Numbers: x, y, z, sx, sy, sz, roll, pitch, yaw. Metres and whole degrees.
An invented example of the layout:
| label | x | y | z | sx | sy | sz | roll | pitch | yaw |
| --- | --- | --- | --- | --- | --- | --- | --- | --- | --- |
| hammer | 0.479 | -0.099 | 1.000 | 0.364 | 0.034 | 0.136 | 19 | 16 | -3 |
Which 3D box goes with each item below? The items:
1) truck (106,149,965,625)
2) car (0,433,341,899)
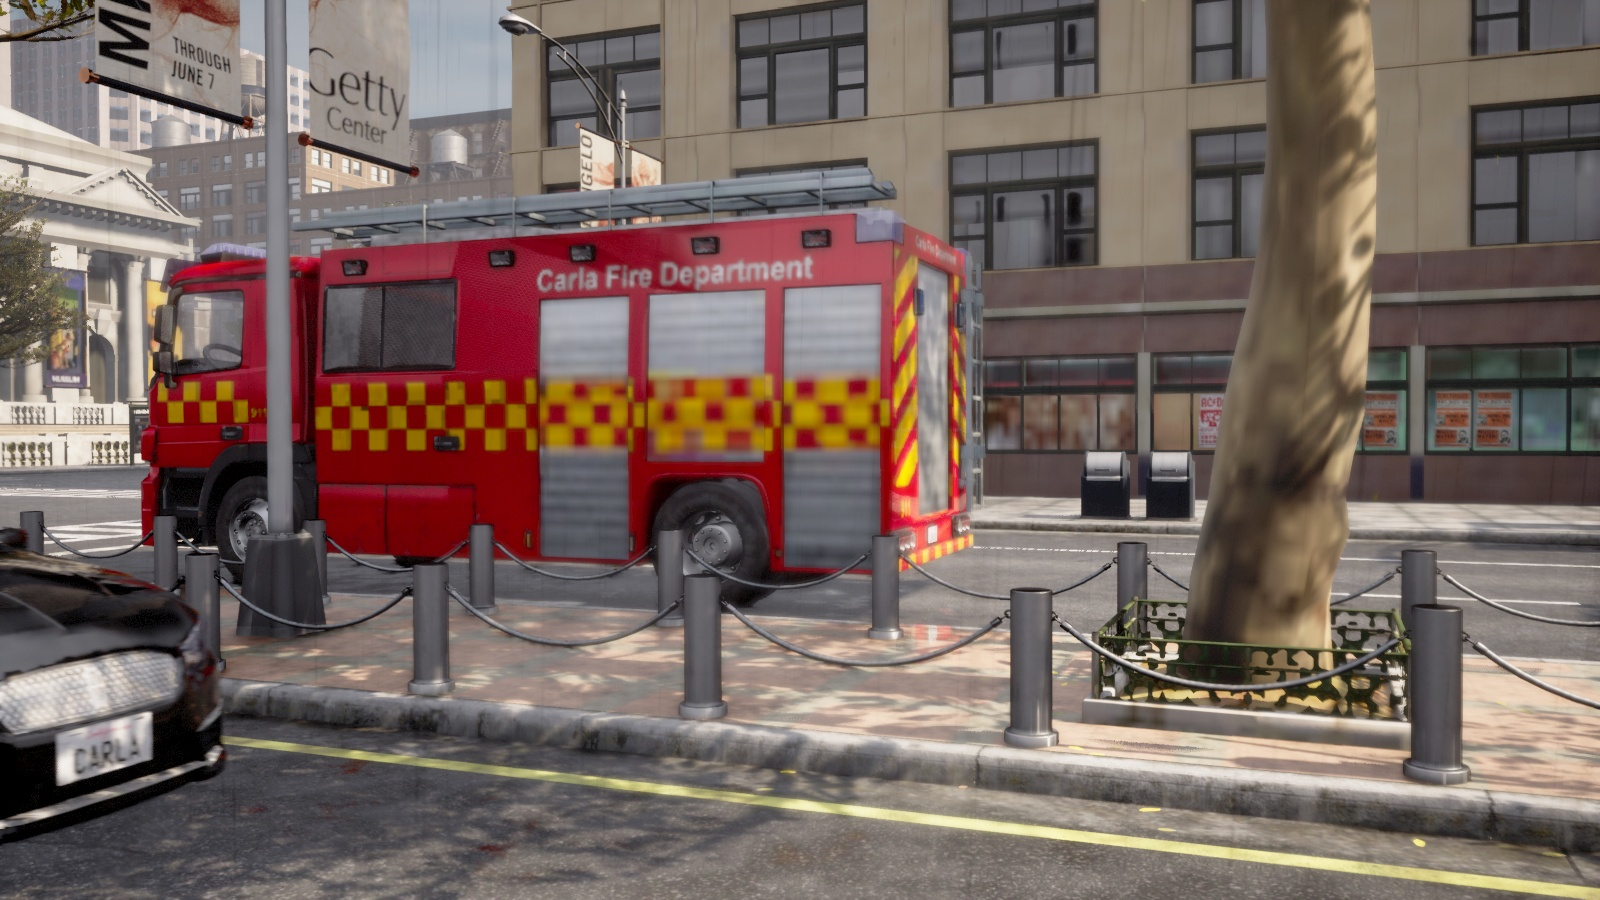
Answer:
| label | x | y | z | sx | sy | sz | roll | pitch | yaw |
| --- | --- | --- | --- | --- | --- | --- | --- | --- | --- |
| truck | -2.800 | -0.558 | 12.987 | 8.468 | 3.827 | 2.891 | 1 | 1 | 21 |
| car | -4.596 | 0.683 | 5.167 | 4.902 | 1.511 | 2.128 | 1 | 1 | 21 |
